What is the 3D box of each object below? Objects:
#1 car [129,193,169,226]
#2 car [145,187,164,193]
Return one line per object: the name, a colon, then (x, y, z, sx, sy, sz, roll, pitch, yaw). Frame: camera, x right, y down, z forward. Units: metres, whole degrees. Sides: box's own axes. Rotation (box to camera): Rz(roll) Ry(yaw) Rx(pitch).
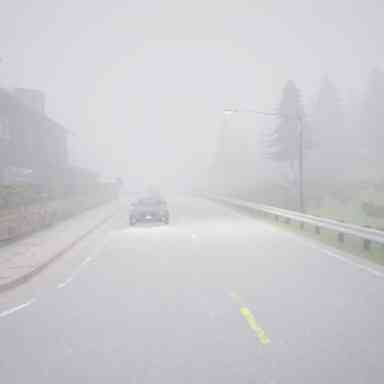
car: (-2.327, 0.997, 18.222, 1.994, 1.385, 4.181, -2, 2, -6)
car: (-4.408, 0.161, 38.733, 2.097, 1.767, 4.553, -2, 2, -6)
